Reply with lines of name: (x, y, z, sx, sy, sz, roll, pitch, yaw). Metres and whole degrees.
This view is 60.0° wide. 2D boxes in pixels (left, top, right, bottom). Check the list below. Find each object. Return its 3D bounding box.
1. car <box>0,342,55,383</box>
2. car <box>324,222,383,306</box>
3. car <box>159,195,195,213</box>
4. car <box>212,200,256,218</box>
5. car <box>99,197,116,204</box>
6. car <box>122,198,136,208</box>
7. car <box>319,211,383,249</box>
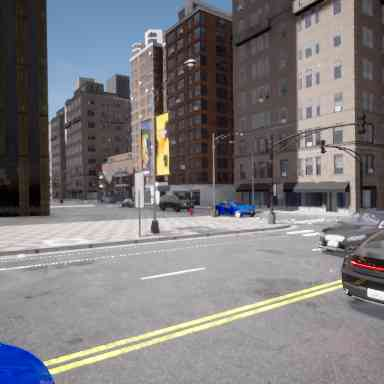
car: (-3.132, 1.477, 1.207, 5.008, 1.535, 1.882, 0, 0, -36)
car: (5.124, 1.508, 7.098, 4.892, 1.490, 1.837, 0, 0, -36)
car: (-1.930, 1.365, 40.367, 2.150, 2.045, 5.566, -1, 1, -35)
car: (3.977, 1.588, 31.984, 1.882, 1.535, 5.008, -1, 0, -34)
car: (-17.178, 1.754, 67.591, 2.033, 1.411, 5.357, -1, 0, -35)
car: (-9.161, 1.715, 50.679, 1.812, 1.442, 4.674, -1, 0, -35)
car: (6.879, 1.498, 12.593, 4.902, 1.511, 2.128, 0, 0, -31)
